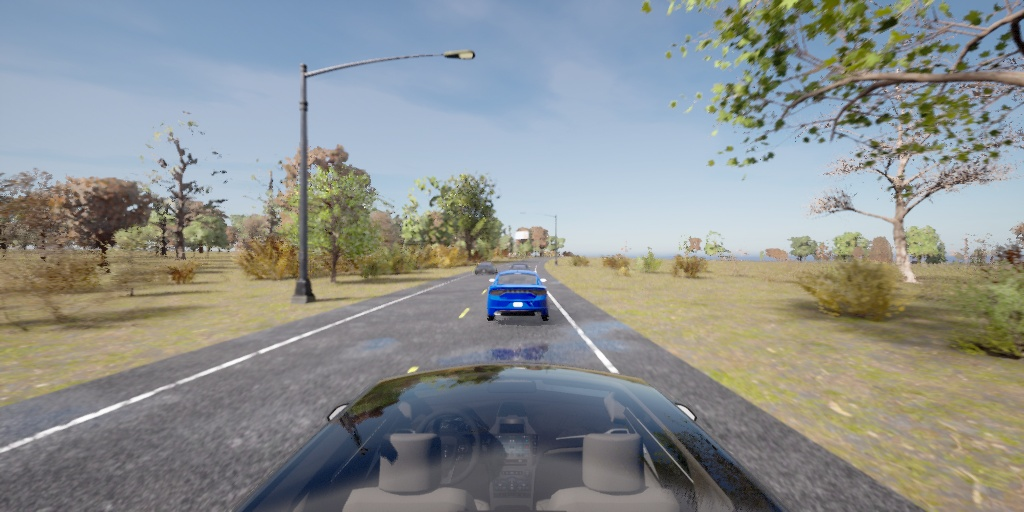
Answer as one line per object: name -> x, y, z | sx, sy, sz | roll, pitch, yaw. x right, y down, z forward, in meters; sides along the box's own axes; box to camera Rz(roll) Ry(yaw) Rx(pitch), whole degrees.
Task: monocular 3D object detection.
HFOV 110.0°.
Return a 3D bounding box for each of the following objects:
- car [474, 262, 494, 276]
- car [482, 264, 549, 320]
car -> -2.726, 1.315, 37.670 | 1.994, 1.385, 4.181 | 0, 0, 3
car -> 0.204, 1.228, 12.676 | 1.882, 1.535, 5.008 | 0, 0, 1
